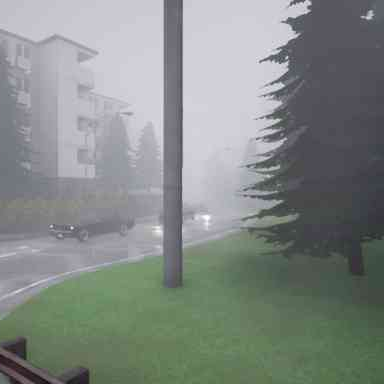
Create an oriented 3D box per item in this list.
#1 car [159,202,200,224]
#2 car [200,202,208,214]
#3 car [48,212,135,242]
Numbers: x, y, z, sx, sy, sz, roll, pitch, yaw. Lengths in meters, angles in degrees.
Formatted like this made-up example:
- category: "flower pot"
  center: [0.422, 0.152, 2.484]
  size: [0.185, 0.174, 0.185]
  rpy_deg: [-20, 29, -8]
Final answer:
- category: "car"
  center: [-1.117, 1.652, 27.195]
  size: [1.882, 1.535, 5.008]
  rpy_deg: [0, 0, 16]
- category: "car"
  center: [0.872, 1.775, 38.068]
  size: [1.895, 1.301, 4.718]
  rpy_deg: [0, 0, 2]
- category: "car"
  center: [-5.228, 1.776, 17.839]
  size: [1.895, 1.301, 4.718]
  rpy_deg: [0, 0, 29]
